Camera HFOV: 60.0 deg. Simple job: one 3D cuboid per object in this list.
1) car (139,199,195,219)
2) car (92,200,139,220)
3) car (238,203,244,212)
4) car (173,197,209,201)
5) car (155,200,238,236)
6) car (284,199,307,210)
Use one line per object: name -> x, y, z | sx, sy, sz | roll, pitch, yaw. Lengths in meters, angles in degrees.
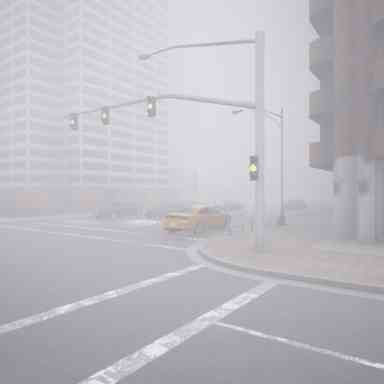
car -> -2.010, 1.564, 27.850 | 1.994, 1.385, 4.181 | 0, 0, 35
car -> -6.120, 1.505, 28.090 | 1.837, 1.490, 4.892 | 0, 0, 35
car -> 3.861, 1.601, 36.186 | 1.895, 1.301, 4.718 | 0, 0, 35
car -> -0.401, 1.564, 36.217 | 1.994, 1.385, 4.181 | 0, 0, 35
car -> 0.434, 1.477, 18.804 | 1.882, 1.535, 5.008 | 0, 0, 35
car -> 13.581, 1.564, 43.656 | 1.994, 1.385, 4.181 | 0, 0, 35
